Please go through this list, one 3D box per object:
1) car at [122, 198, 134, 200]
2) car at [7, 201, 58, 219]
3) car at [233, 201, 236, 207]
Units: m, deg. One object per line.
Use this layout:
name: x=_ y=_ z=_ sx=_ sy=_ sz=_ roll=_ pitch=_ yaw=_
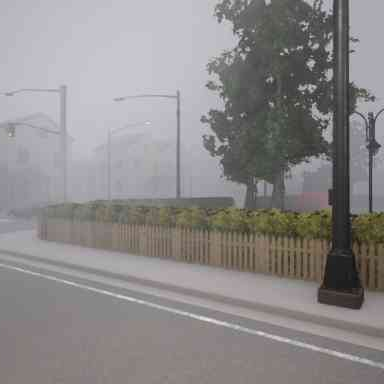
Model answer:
car: x=-7.317 y=1.491 z=38.004 sx=2.128 sy=1.511 sz=4.902 roll=0 pitch=0 yaw=35
car: x=-13.259 y=1.547 z=29.458 sx=2.033 sy=1.411 sz=5.357 roll=0 pitch=0 yaw=35
car: x=4.909 y=1.564 z=49.111 sx=1.994 sy=1.385 sz=4.181 roll=0 pitch=0 yaw=35
